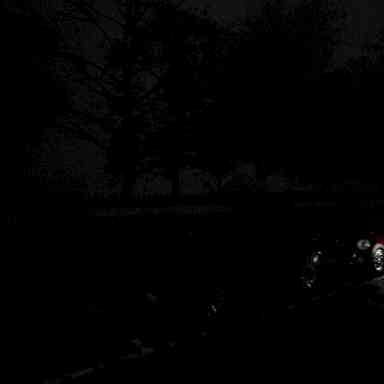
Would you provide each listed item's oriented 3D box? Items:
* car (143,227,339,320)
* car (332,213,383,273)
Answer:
[{"bbox_3d":[1.047,1.551,7.301,4.313,1.339,1.947,0,0,-35],"label":"car"},{"bbox_3d":[5.557,1.409,10.515,4.097,1.590,1.967,0,0,-35],"label":"car"}]
